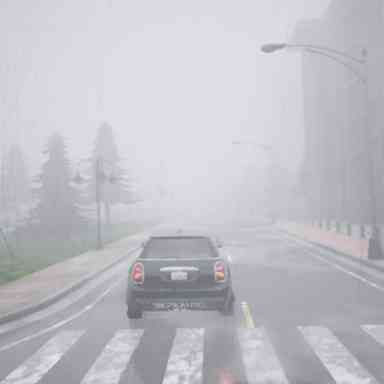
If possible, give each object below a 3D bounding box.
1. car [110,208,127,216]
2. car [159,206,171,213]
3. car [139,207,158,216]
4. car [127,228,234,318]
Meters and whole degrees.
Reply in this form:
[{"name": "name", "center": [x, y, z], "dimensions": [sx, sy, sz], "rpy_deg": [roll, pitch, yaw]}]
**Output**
[{"name": "car", "center": [-17.615, 5.053, 79.968], "dimensions": [3.806, 1.475, 1.970], "rpy_deg": [-2, -2, 3]}, {"name": "car", "center": [-9.157, 5.038, 95.105], "dimensions": [4.605, 1.855, 1.932], "rpy_deg": [-2, -2, 3]}, {"name": "car", "center": [-10.390, 4.658, 76.564], "dimensions": [3.633, 1.501, 1.845], "rpy_deg": [-2, -2, 3]}, {"name": "car", "center": [-0.235, 1.668, 8.374], "dimensions": [2.097, 1.767, 4.553], "rpy_deg": [-1, -2, 0]}]
